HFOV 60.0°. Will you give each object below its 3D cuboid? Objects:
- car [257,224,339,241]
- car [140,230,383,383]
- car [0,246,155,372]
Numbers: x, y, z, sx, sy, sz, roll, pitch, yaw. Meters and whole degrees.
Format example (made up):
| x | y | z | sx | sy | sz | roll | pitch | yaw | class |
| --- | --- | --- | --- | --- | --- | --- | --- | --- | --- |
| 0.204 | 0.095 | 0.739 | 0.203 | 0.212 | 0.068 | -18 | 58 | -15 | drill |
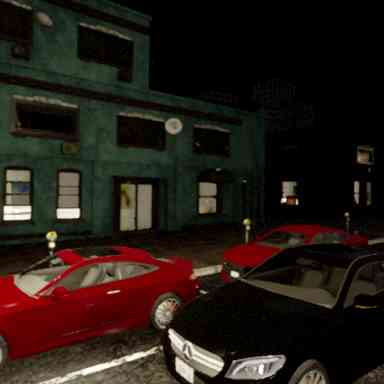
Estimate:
| x | y | z | sx | sy | sz | roll | pitch | yaw | class |
| --- | --- | --- | --- | --- | --- | --- | --- | --- | --- |
| 2.765 | 1.543 | 8.519 | 4.507 | 1.381 | 1.887 | 0 | 1 | -35 | car |
| 1.823 | 1.525 | 4.671 | 4.674 | 1.442 | 1.812 | 0 | 0 | -35 | car |
| -1.778 | 1.582 | 5.279 | 4.206 | 1.307 | 1.802 | 0 | 1 | -35 | car |
